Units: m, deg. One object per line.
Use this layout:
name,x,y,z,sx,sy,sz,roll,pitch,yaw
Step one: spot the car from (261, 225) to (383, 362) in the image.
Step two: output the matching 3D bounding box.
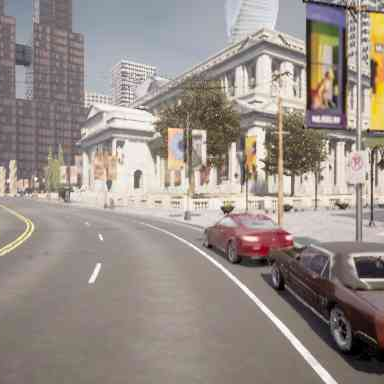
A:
car,2.822,1.540,5.892,1.895,1.301,4.718,0,0,-3

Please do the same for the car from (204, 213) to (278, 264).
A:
car,1.784,1.466,11.528,2.002,1.452,4.674,0,0,-13
